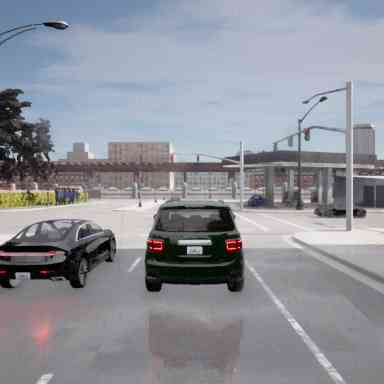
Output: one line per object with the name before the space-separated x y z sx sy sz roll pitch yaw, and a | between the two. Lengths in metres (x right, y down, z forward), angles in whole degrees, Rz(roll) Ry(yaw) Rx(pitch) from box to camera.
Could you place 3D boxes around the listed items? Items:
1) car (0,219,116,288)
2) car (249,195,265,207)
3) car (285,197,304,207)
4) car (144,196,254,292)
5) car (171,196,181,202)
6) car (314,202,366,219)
car | -3.436 1.492 9.194 2.128 1.511 4.902 0 0 0
car | 9.624 1.295 49.301 2.242 1.667 4.611 0 0 0
car | 15.368 1.456 50.073 1.970 1.475 3.806 0 0 0
car | 0.069 1.221 9.112 2.150 2.045 5.566 0 0 0
car | -3.630 1.552 74.542 1.994 1.385 4.181 0 0 0
car | 12.940 1.563 29.159 4.181 1.385 1.994 0 0 -1
